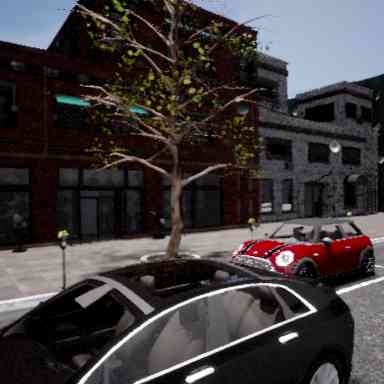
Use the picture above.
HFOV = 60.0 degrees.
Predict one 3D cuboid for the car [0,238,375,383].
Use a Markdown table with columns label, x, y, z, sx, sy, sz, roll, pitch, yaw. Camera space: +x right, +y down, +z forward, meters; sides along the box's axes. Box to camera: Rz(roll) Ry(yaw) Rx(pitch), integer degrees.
| label | x | y | z | sx | sy | sz | roll | pitch | yaw |
| --- | --- | --- | --- | --- | --- | --- | --- | --- | --- |
| car | -0.400 | 1.505 | 3.085 | 4.892 | 1.490 | 1.837 | 0 | 0 | -36 |

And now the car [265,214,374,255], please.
| label | x | y | z | sx | sy | sz | roll | pitch | yaw |
| --- | --- | --- | --- | --- | --- | --- | --- | --- | --- |
| car | 2.922 | 1.438 | 8.651 | 4.097 | 1.590 | 1.967 | 0 | -1 | -36 |
